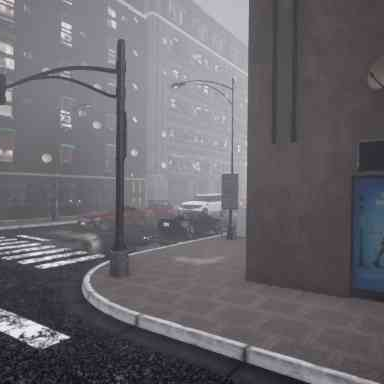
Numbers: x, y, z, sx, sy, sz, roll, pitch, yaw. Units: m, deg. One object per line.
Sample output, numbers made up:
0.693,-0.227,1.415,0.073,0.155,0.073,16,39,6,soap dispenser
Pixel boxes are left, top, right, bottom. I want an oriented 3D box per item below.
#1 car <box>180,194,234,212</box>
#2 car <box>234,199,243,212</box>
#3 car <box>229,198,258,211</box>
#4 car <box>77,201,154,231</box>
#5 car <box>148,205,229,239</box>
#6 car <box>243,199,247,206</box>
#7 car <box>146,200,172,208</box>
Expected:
1.187,1.171,28.880,2.150,2.045,5.566,1,1,35,car
3.141,1.223,35.954,2.192,1.841,5.009,1,1,35,car
6.348,1.483,40.530,1.802,1.307,4.206,1,1,35,car
-4.735,1.487,20.447,1.812,1.442,4.674,1,0,35,car
-0.041,1.599,17.708,1.947,1.339,4.313,1,1,35,car
7.062,1.289,37.234,2.097,1.767,4.553,1,1,35,car
-3.280,1.362,26.807,1.967,1.590,4.097,1,1,35,car
